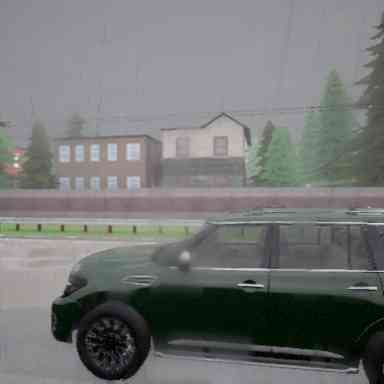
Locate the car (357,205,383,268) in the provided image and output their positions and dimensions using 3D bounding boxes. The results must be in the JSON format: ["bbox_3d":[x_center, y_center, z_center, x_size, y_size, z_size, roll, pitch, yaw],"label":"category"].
[{"bbox_3d":[7.906,1.348,10.378,4.553,1.767,2.097,0,0,11],"label":"car"}]

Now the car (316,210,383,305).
[{"bbox_3d":[5.314,1.350,7.329,4.553,1.767,2.097,0,0,11],"label":"car"}]

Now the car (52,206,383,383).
[{"bbox_3d":[0.947,1.231,4.636,5.566,2.045,2.150,0,0,11],"label":"car"}]
